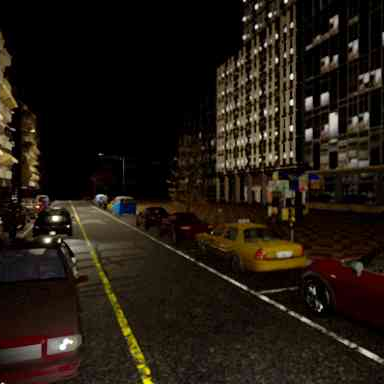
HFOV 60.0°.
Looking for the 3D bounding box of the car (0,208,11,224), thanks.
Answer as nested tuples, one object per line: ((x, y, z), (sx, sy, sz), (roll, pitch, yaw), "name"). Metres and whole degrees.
((-8.185, 1.523, 12.349), (1.752, 1.417, 4.829), (0, 0, -21), "car")

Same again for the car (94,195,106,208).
((-12.160, 1.441, 46.484), (1.967, 1.590, 4.097), (0, 0, -21), "car")

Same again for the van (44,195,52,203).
((-21.955, 1.350, 48.684), (1.690, 1.788, 3.998), (0, 0, -21), "van")

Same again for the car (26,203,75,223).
((-7.472, 1.543, 18.074), (2.033, 1.411, 5.357), (0, 0, -21), "car")

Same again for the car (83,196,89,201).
((-27.826, 1.593, 87.829), (1.887, 1.381, 4.507), (-1, 0, -21), "car")

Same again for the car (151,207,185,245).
((-0.409, 1.576, 15.477), (1.802, 1.307, 4.206), (0, 0, -21), "car")

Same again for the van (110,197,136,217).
((-6.285, 1.335, 30.980), (1.690, 1.788, 3.998), (0, 0, -21), "van")

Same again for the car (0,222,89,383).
((-2.896, 1.546, 5.729), (2.033, 1.411, 5.357), (0, 0, -20), "car")

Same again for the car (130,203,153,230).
((-2.367, 1.575, 20.645), (1.802, 1.307, 4.206), (0, 0, -21), "car")

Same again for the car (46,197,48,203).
((-18.037, 1.567, 38.347), (1.947, 1.339, 4.313), (0, 0, -21), "car")

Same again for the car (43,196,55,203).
((-29.787, 1.595, 69.355), (1.947, 1.339, 4.313), (0, 0, -21), "car")

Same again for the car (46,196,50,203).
((-19.995, 1.549, 43.515), (1.887, 1.381, 4.507), (0, 0, -21), "car")

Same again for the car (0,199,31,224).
((-10.205, 1.312, 17.675), (2.192, 1.841, 5.009), (0, 0, -21), "car")

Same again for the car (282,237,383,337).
((3.508, 1.436, 5.140), (1.967, 1.590, 4.097), (0, 0, -21), "car")

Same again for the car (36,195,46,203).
((-16.079, 1.439, 33.179), (1.967, 1.590, 4.097), (0, 0, -21), "car")

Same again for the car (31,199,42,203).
((-14.120, 1.548, 28.012), (2.008, 1.369, 4.403), (0, 0, -21), "car")

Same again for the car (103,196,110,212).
((-8.302, 1.521, 36.307), (1.752, 1.417, 4.829), (0, 0, -21), "car")

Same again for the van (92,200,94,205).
((-14.119, 1.346, 51.653), (1.690, 1.788, 3.998), (0, 0, -21), "van")

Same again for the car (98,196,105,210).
((-10.200, 1.563, 41.317), (1.947, 1.339, 4.313), (0, 0, -21), "car")

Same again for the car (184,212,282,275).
((1.489, 1.520, 10.468), (1.752, 1.417, 4.829), (0, 0, -21), "car")

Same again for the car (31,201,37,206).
((-12.161, 1.547, 22.844), (2.008, 1.369, 4.403), (0, 0, -21), "car")
